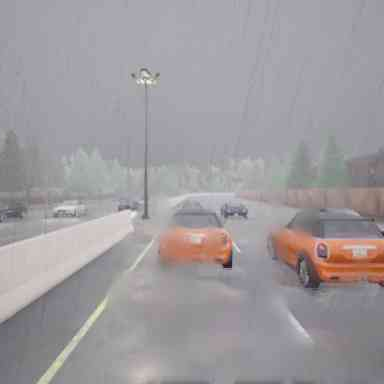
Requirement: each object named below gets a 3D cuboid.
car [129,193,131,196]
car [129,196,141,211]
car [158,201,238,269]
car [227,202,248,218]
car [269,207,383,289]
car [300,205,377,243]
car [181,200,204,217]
[{"bbox_3d":[-13.355,1.017,66.894,2.097,1.767,4.553,0,0,1],"label":"car"},{"bbox_3d":[-7.088,1.467,37.822,1.994,1.385,4.181,0,0,1],"label":"car"},{"bbox_3d":[0.102,1.323,11.149,2.097,1.767,4.553,0,0,0],"label":"car"},{"bbox_3d":[3.521,1.526,28.654,1.895,1.301,4.718,0,0,0],"label":"car"},{"bbox_3d":[3.602,1.327,9.263,2.097,1.767,4.553,0,0,0],"label":"car"},{"bbox_3d":[7.083,1.482,16.721,1.812,1.442,4.674,0,0,0],"label":"car"},{"bbox_3d":[0.031,1.484,30.557,1.994,1.385,4.181,0,0,0],"label":"car"}]
